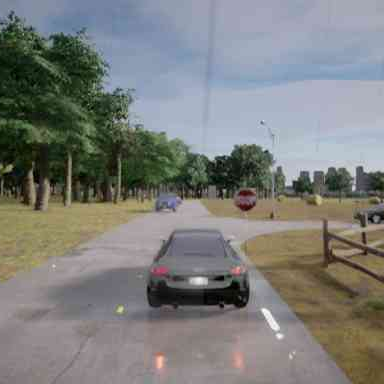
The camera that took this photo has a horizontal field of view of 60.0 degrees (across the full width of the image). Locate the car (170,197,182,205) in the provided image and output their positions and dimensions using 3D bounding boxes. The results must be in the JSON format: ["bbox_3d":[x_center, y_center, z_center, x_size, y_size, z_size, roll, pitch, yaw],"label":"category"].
[{"bbox_3d":[-2.781,1.551,58.847,1.812,1.442,4.674,0,0,1],"label":"car"}]

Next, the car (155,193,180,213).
[{"bbox_3d":[-2.836,1.176,37.382,2.150,2.045,5.566,0,0,0],"label":"car"}]

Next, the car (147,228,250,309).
[{"bbox_3d":[0.107,1.543,7.899,1.994,1.385,4.181,0,0,0],"label":"car"}]

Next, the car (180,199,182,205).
[{"bbox_3d":[-2.817,1.531,48.479,2.033,1.411,5.357,0,0,1],"label":"car"}]

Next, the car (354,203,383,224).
[{"bbox_3d":[14.356,1.513,24.150,4.892,1.490,1.837,0,-2,0],"label":"car"}]
